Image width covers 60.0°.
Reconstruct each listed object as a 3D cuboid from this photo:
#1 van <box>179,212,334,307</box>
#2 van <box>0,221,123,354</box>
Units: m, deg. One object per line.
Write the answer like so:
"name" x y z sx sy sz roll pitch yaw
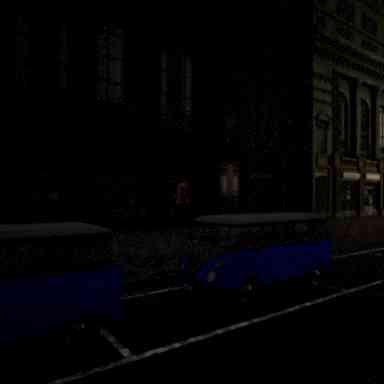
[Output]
"van" 1.625 1.396 7.838 3.998 1.788 1.690 1 -1 -36
"van" -2.946 1.352 4.540 3.998 1.788 1.690 1 -1 -36
